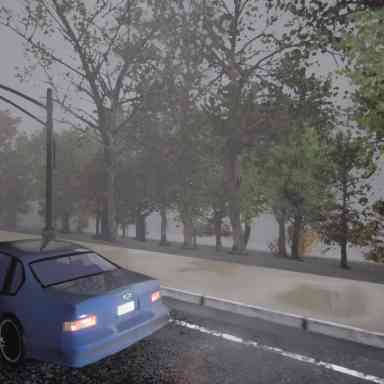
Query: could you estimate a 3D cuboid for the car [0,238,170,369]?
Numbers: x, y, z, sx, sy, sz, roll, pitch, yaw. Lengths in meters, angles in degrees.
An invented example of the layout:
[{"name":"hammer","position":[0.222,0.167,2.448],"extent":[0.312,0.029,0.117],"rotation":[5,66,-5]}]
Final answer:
[{"name":"car","position":[-2.895,1.546,5.754],"extent":[5.357,1.411,2.033],"rotation":[0,0,36]}]
